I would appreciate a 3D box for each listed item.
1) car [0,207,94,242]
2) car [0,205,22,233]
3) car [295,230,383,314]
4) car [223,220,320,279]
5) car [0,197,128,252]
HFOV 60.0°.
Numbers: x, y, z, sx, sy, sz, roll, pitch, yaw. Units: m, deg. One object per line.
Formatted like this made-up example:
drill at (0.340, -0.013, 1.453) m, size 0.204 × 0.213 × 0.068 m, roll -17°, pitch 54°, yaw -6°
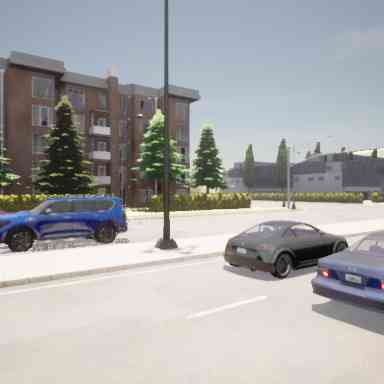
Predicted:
car at (-7.930, 1.546, 16.750) m, size 5.357 × 1.411 × 2.033 m, roll 0°, pitch 0°, yaw -35°
car at (-12.023, 1.525, 18.137) m, size 4.674 × 1.442 × 1.812 m, roll 0°, pitch 0°, yaw -35°
car at (4.842, 1.544, 7.203) m, size 5.357 × 1.411 × 2.033 m, roll 0°, pitch 0°, yaw -35°
car at (2.980, 1.561, 10.172) m, size 4.181 × 1.385 × 1.994 m, roll 0°, pitch 0°, yaw -35°
car at (-5.497, 1.222, 14.185) m, size 5.566 × 2.045 × 2.150 m, roll 0°, pitch 0°, yaw -35°
